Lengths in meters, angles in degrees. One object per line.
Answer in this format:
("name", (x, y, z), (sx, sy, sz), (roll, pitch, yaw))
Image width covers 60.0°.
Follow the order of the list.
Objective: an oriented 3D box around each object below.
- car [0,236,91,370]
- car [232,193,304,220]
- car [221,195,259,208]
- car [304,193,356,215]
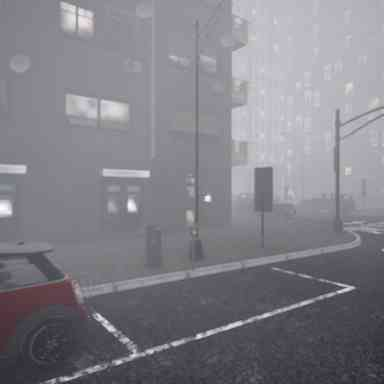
("car", (-3.499, 1.441, 4.062), (4.097, 1.590, 1.967), (0, 0, -36))
("car", (5.373, 0.999, 24.975), (2.192, 1.841, 5.009), (2, 0, -36))
("car", (5.586, 1.057, 38.926), (1.947, 1.339, 4.313), (1, 0, -36))
("car", (12.115, 1.014, 29.951), (2.192, 1.841, 5.009), (1, 0, -36))
